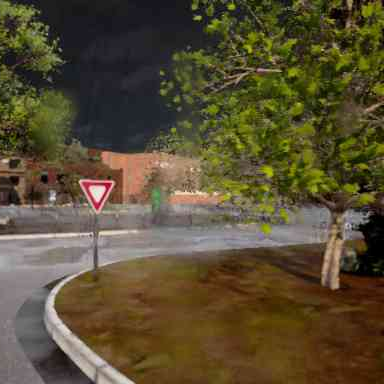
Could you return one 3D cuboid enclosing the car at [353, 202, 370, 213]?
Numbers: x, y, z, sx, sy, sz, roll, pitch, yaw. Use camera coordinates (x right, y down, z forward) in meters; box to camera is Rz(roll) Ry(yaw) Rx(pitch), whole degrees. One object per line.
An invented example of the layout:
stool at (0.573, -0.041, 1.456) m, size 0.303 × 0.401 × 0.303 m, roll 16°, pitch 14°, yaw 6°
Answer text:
car at (23.239, 2.088, 44.718) m, size 1.994 × 1.385 × 4.181 m, roll 0°, pitch -1°, yaw 7°
